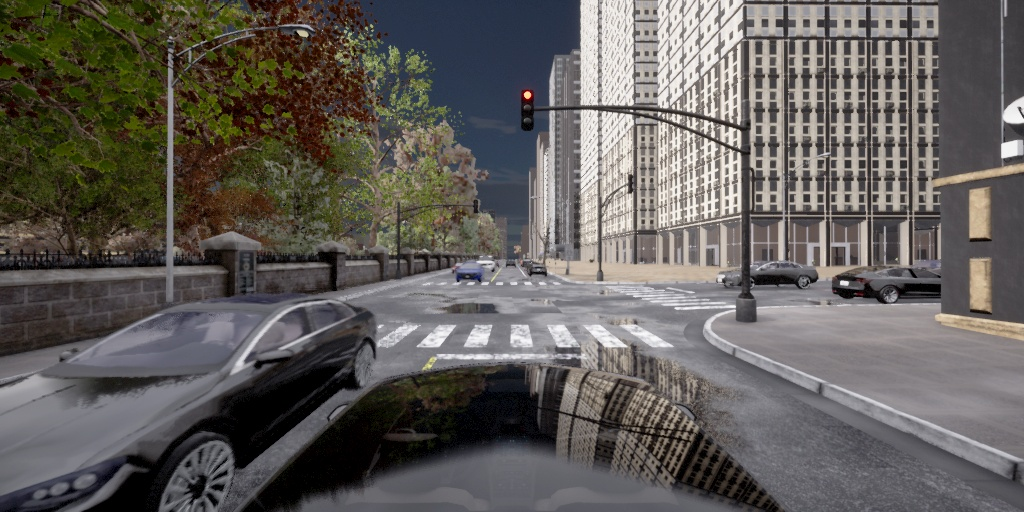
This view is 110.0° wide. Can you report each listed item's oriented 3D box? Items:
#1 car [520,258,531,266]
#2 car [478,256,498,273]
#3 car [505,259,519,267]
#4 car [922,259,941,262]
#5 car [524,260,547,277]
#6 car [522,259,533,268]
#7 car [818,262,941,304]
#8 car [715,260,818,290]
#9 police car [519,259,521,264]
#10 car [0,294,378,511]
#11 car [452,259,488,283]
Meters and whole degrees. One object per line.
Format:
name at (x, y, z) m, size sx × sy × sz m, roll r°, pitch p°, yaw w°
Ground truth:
car at (2.465, 1.339, 47.342) m, size 1.948 × 1.339 × 4.313 m, roll 0°, pitch 0°, yaw 0°
car at (-3.307, 0.991, 45.175) m, size 2.150 × 2.045 × 5.566 m, roll 0°, pitch 0°, yaw 1°
car at (-0.213, 1.298, 65.109) m, size 1.837 × 1.490 × 4.892 m, roll 0°, pitch 0°, yaw 0°
car at (23.474, 0.881, 19.442) m, size 5.357 × 1.411 × 2.033 m, roll -1°, pitch 0°, yaw -1°
car at (2.521, 1.330, 36.077) m, size 1.948 × 1.339 × 4.313 m, roll 0°, pitch 0°, yaw 0°
car at (2.493, 1.334, 41.709) m, size 1.948 × 1.339 × 4.313 m, roll 0°, pitch 0°, yaw 0°
car at (14.630, 1.026, 13.555) m, size 4.313 × 1.339 × 1.948 m, roll 0°, pitch 0°, yaw -1°
car at (13.656, 0.992, 19.349) m, size 4.902 × 1.511 × 2.128 m, roll -1°, pitch 0°, yaw 0°
police car at (2.824, 1.217, 64.501) m, size 1.930 × 1.638 × 5.238 m, roll 0°, pitch 0°, yaw 0°
car at (-3.107, 1.242, 4.005) m, size 2.128 × 1.511 × 4.902 m, roll 0°, pitch 0°, yaw 0°
car at (-3.229, 1.237, 28.360) m, size 1.882 × 1.535 × 5.008 m, roll 0°, pitch 0°, yaw 0°
